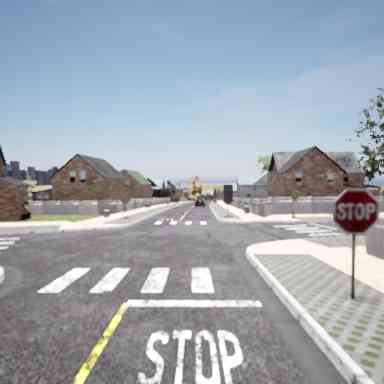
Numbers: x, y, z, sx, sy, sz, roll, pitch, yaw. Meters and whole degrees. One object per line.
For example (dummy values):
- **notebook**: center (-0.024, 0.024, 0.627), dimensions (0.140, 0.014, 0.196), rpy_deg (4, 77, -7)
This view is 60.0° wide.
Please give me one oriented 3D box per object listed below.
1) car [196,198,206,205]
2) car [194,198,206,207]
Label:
- **car**: center (2.074, 2.097, 74.478), dimensions (2.033, 1.411, 5.357), rpy_deg (0, -1, 3)
- **car**: center (1.586, 1.928, 64.453), dimensions (2.097, 1.767, 4.553), rpy_deg (0, -1, 3)
